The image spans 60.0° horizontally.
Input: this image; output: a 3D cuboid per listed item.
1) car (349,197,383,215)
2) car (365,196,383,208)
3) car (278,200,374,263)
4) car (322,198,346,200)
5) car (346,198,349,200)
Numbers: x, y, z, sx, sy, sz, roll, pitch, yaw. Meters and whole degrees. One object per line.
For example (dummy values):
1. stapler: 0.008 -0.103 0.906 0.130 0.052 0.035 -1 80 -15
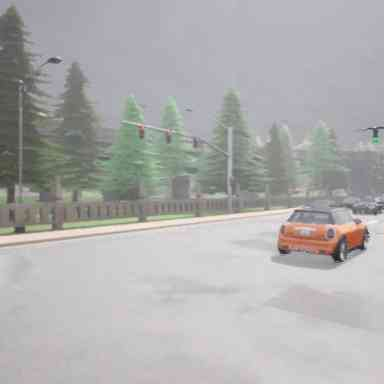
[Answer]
1. car: 17.703 1.304 33.434 2.097 1.767 4.553 0 0 39
2. car: 27.403 1.422 48.259 5.008 1.535 1.882 0 0 -34
3. car: 5.023 1.346 12.407 2.097 1.767 4.553 1 0 40
4. car: 13.564 1.475 33.969 2.033 1.411 5.357 0 0 40
5. car: 19.844 1.410 41.324 1.882 1.535 5.008 1 0 41
